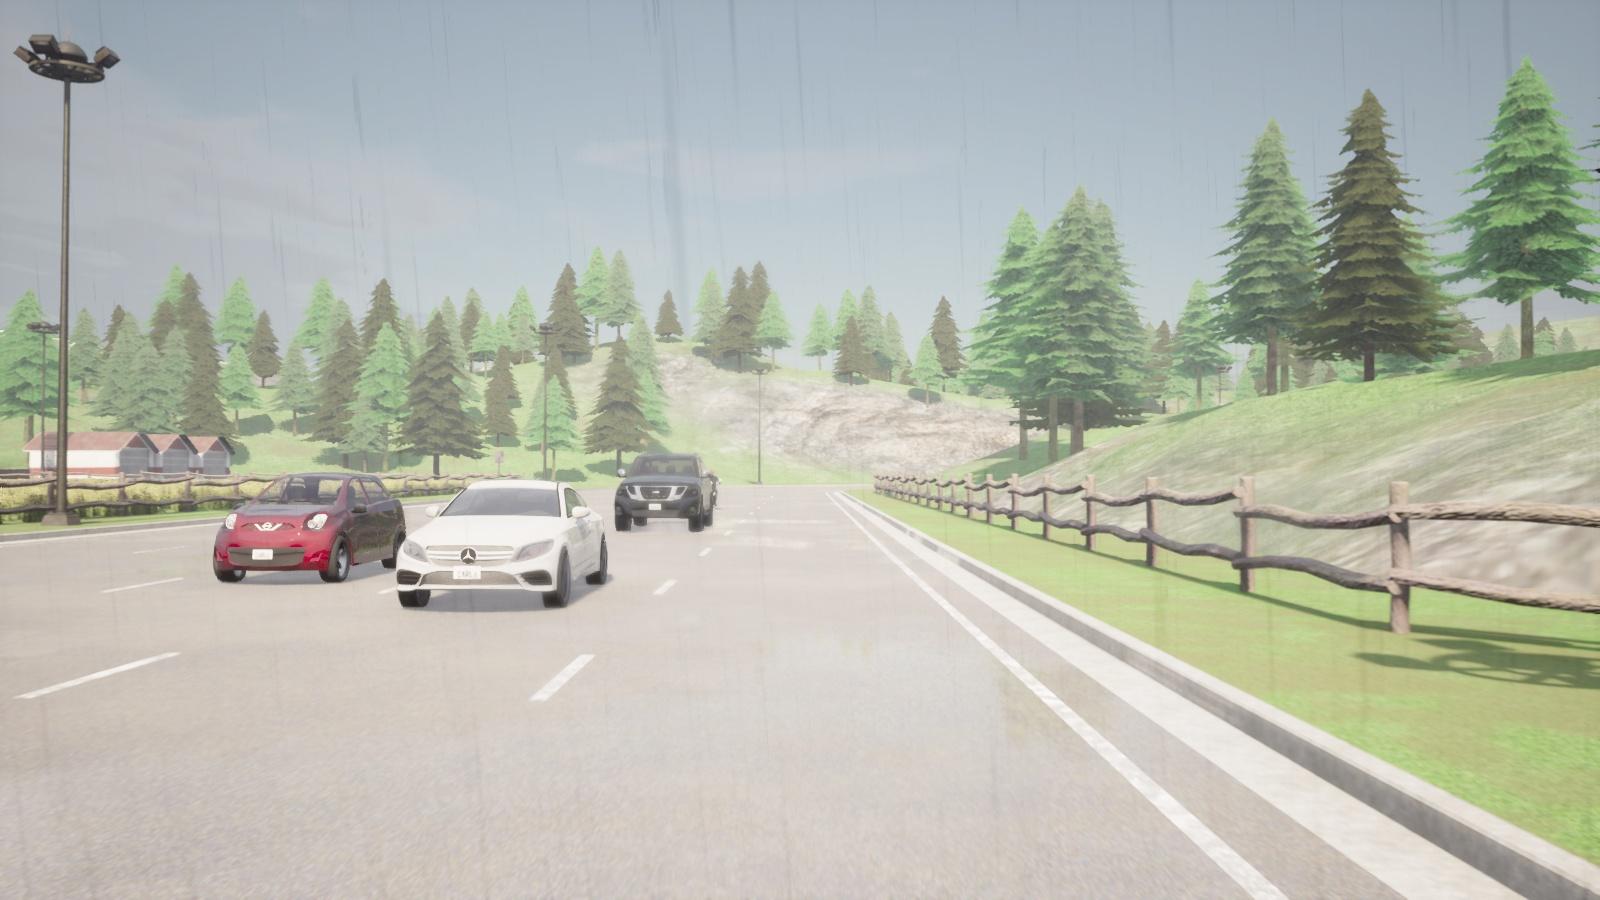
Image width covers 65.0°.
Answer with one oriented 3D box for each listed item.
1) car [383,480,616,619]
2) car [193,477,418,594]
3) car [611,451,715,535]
[{"bbox_3d":[-3.544,1.118,15.715,1.812,1.442,4.674,0,-1,0],"label":"car"},{"bbox_3d":[-7.044,1.163,18.295,1.845,1.501,3.633,0,-1,0],"label":"car"},{"bbox_3d":[-3.536,1.109,33.512,2.150,2.045,5.566,0,-1,0],"label":"car"}]
